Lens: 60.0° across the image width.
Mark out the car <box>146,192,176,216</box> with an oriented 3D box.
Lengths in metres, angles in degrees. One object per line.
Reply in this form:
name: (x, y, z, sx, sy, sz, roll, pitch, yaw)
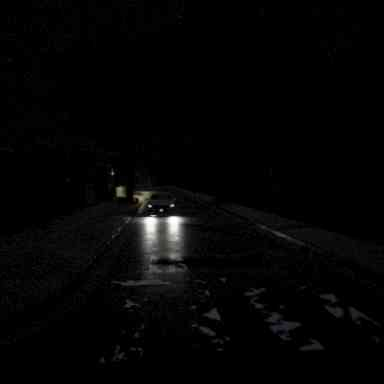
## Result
car: (-2.154, 0.778, 23.115, 1.812, 1.442, 4.674, -1, 2, -6)
